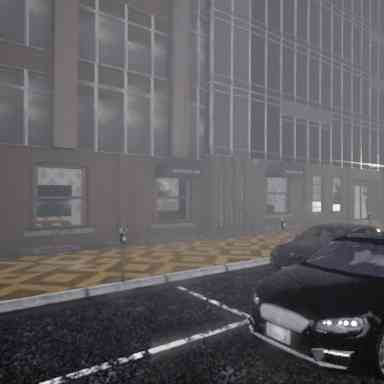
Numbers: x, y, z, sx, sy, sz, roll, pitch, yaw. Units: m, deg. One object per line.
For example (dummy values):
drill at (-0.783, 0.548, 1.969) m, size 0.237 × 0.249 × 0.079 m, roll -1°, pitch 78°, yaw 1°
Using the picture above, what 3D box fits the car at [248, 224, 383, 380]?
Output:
car at (3.068, 1.501, 5.574) m, size 4.902 × 1.511 × 2.128 m, roll 0°, pitch 0°, yaw -36°

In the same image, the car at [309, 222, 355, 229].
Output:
car at (4.129, 1.581, 9.507) m, size 4.313 × 1.339 × 1.947 m, roll 0°, pitch 0°, yaw -36°
